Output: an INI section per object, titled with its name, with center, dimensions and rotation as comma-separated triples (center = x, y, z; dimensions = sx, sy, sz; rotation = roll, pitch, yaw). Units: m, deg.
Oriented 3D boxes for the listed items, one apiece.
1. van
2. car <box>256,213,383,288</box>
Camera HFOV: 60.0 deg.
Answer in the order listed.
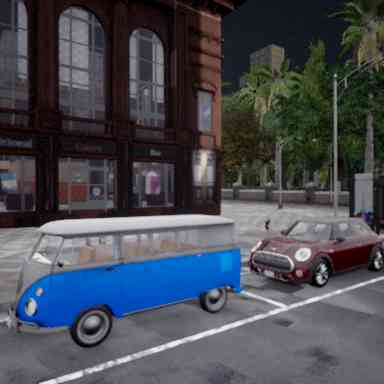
[van]
center = -0.926, 1.342, 6.003
dimensions = 3.998, 1.788, 1.690
rotation = 0, 0, -36
[car]
center = 3.473, 1.443, 9.180
dimensions = 4.097, 1.590, 1.967
rotation = 0, 0, -36
